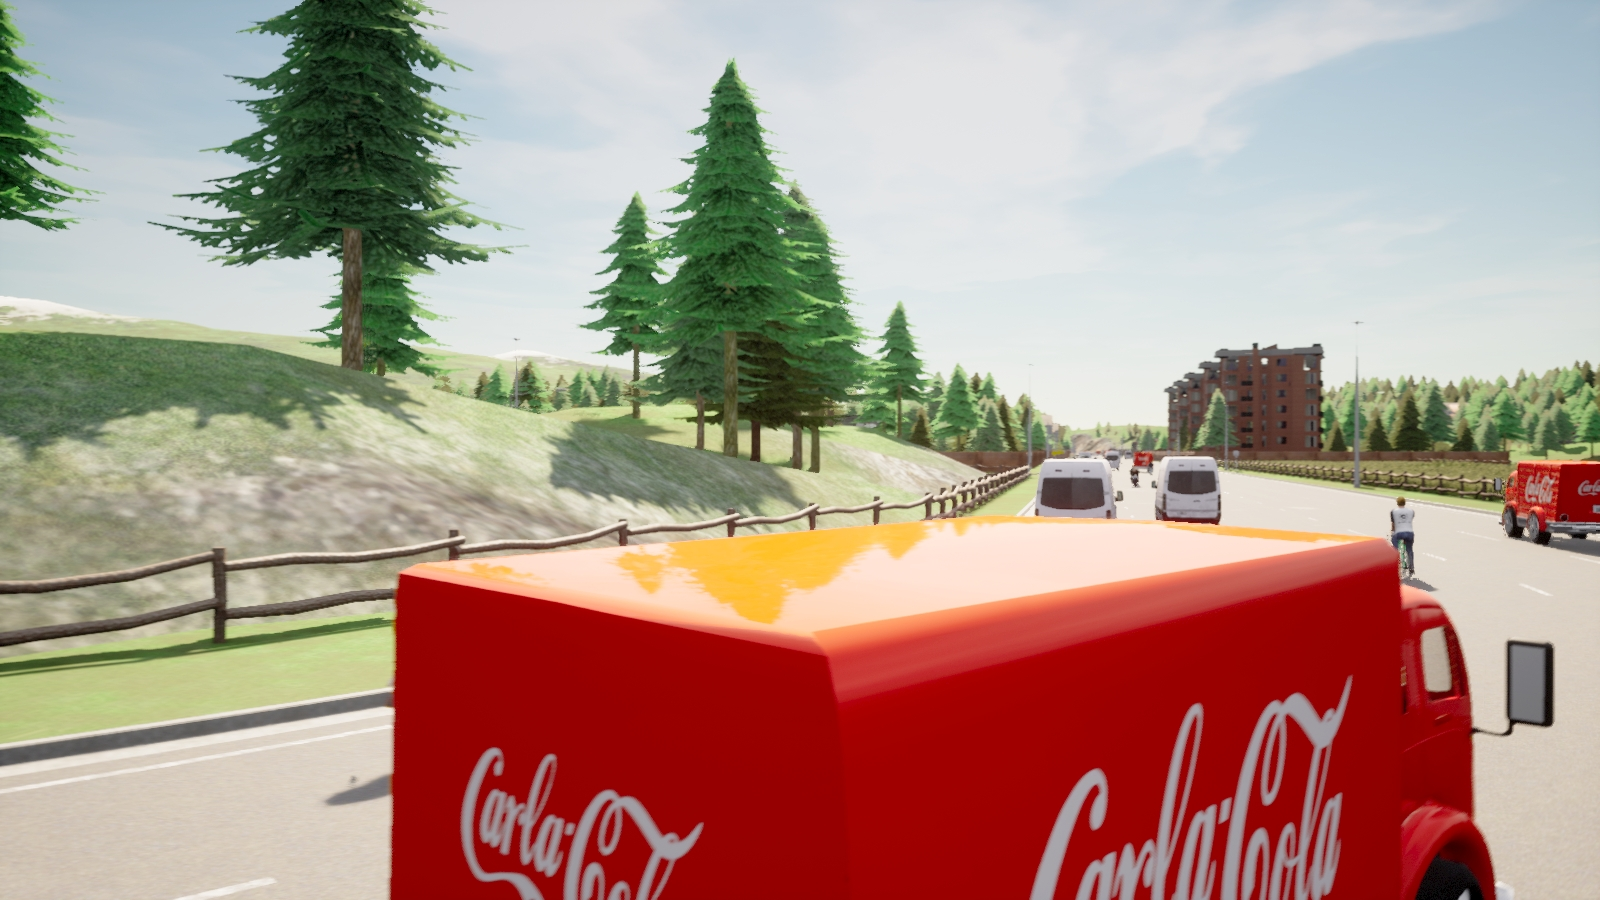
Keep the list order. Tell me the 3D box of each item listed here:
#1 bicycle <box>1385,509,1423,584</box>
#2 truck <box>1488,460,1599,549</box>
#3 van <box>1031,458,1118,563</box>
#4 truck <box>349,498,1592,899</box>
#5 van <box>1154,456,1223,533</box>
[{"bbox_3d":[12.992,2.051,24.600,0.373,1.496,1.643,-2,-1,17],"label":"bicycle"},{"bbox_3d":[23.252,1.560,34.729,2.627,2.467,5.204,0,0,14],"label":"truck"},{"bbox_3d":[7.705,1.532,31.630,1.988,2.561,5.915,0,0,17],"label":"van"},{"bbox_3d":[1.192,1.569,4.897,5.204,2.467,2.627,0,0,-44],"label":"truck"},{"bbox_3d":[14.092,1.530,41.736,1.988,2.561,5.915,0,0,15],"label":"van"}]
